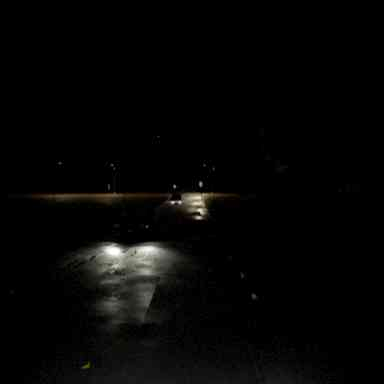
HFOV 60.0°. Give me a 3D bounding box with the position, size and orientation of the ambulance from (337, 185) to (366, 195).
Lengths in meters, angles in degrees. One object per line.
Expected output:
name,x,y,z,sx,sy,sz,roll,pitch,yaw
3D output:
ambulance,39.400,-0.416,82.436,6.366,2.431,2.351,0,0,0

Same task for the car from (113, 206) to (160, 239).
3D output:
car,-2.858,1.528,17.804,1.882,1.535,5.008,0,0,0

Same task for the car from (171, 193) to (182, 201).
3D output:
car,-2.776,0.856,59.814,2.033,1.411,5.357,0,2,1
